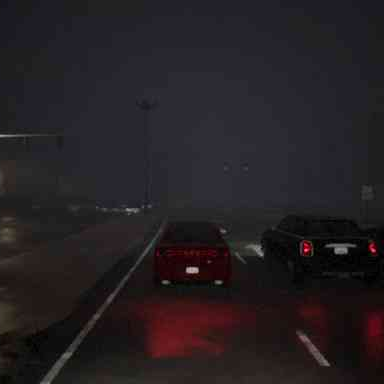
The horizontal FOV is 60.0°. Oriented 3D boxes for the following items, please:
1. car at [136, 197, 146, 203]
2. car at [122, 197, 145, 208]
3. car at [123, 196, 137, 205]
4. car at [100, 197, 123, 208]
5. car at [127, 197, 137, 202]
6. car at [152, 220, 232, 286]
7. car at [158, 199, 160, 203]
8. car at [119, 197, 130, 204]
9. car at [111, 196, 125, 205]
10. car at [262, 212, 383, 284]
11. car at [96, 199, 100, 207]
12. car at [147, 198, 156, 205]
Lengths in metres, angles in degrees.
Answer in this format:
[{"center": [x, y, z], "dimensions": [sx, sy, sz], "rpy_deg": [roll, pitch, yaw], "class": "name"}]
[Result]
[{"center": [-12.795, 2.060, 83.690], "dimensions": [1.837, 1.490, 4.892], "rpy_deg": [0, 0, 0], "class": "car"}, {"center": [-9.361, 1.853, 53.994], "dimensions": [2.128, 1.511, 4.902], "rpy_deg": [0, 0, 0], "class": "car"}, {"center": [-12.793, 1.818, 69.098], "dimensions": [2.097, 1.767, 4.553], "rpy_deg": [0, 0, 0], "class": "car"}, {"center": [-12.864, 1.839, 54.018], "dimensions": [1.882, 1.535, 5.008], "rpy_deg": [0, 0, 0], "class": "car"}, {"center": [-16.295, 2.119, 90.750], "dimensions": [1.895, 1.301, 4.718], "rpy_deg": [0, 0, 0], "class": "car"}, {"center": [0.007, 1.543, 9.657], "dimensions": [1.882, 1.535, 5.008], "rpy_deg": [0, 0, 0], "class": "car"}, {"center": [-9.295, 2.155, 83.674], "dimensions": [1.895, 1.301, 4.718], "rpy_deg": [0, 0, 0], "class": "car"}, {"center": [-16.294, 2.063, 80.611], "dimensions": [1.812, 1.442, 4.674], "rpy_deg": [0, 0, 0], "class": "car"}, {"center": [-16.294, 1.849, 73.829], "dimensions": [2.097, 1.767, 4.553], "rpy_deg": [0, 0, 0], "class": "car"}, {"center": [3.504, 1.419, 9.944], "dimensions": [2.097, 1.767, 4.553], "rpy_deg": [0, 0, 0], "class": "car"}, {"center": [-16.278, 1.889, 61.499], "dimensions": [1.882, 1.535, 5.008], "rpy_deg": [0, -1, -1], "class": "car"}, {"center": [-9.293, 2.057, 69.050], "dimensions": [1.895, 1.301, 4.718], "rpy_deg": [0, 0, 0], "class": "car"}]
